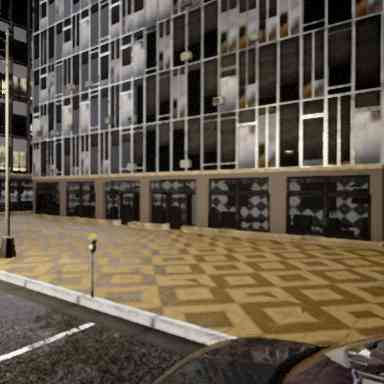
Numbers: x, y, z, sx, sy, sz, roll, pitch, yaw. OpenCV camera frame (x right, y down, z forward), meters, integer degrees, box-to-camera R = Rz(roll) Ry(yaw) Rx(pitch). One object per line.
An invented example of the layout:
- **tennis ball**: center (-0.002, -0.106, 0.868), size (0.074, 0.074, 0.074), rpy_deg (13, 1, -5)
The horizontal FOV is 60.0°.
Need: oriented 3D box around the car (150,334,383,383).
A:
- **car**: center (1.579, 1.551, 1.744), size (4.403, 1.369, 2.008), rpy_deg (0, 0, 35)
